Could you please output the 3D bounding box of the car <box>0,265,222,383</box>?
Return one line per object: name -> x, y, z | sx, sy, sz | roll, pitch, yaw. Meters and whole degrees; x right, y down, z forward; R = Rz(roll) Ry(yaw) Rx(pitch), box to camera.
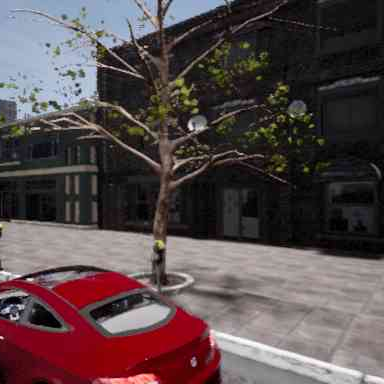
car -> -1.645, 1.582, 4.054 | 4.206, 1.307, 1.802 | 0, -1, 35
